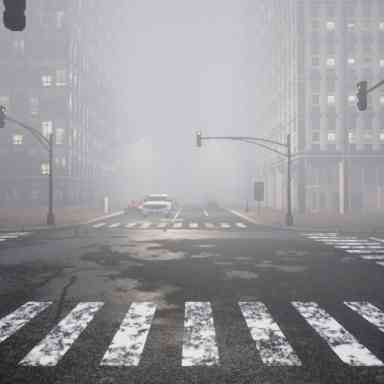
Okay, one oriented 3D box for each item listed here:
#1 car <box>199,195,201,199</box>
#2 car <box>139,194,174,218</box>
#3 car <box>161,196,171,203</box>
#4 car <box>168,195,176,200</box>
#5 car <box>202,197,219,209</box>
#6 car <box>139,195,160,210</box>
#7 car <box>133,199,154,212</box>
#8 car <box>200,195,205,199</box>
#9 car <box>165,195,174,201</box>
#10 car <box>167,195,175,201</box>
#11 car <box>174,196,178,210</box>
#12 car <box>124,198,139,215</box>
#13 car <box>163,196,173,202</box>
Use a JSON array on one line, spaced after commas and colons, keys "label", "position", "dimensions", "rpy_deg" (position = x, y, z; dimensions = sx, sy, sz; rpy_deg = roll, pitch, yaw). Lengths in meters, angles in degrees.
[{"label": "car", "position": [2.732, 1.590, 61.730], "dimensions": [1.947, 1.339, 4.313], "rpy_deg": [1, 0, 0]}, {"label": "car", "position": [-3.083, 1.233, 30.352], "dimensions": [2.150, 2.045, 5.566], "rpy_deg": [0, 0, 0]}, {"label": "car", "position": [-5.643, 1.573, 72.814], "dimensions": [1.887, 1.381, 4.507], "rpy_deg": [1, 0, 0]}, {"label": "car", "position": [-5.633, 1.605, 95.115], "dimensions": [1.947, 1.339, 4.313], "rpy_deg": [1, 0, 0]}, {"label": "car", "position": [2.723, 1.599, 44.997], "dimensions": [1.802, 1.307, 4.206], "rpy_deg": [1, 0, 0]}, {"label": "car", "position": [-5.651, 1.332, 44.939], "dimensions": [2.192, 1.841, 5.009], "rpy_deg": [1, 0, 0]}, {"label": "car", "position": [-5.659, 1.597, 39.364], "dimensions": [1.802, 1.307, 4.206], "rpy_deg": [1, 0, 0]}, {"label": "car", "position": [2.731, 1.547, 56.323], "dimensions": [1.752, 1.417, 4.829], "rpy_deg": [1, 0, 0]}, {"label": "car", "position": [-5.638, 1.578, 83.965], "dimensions": [1.887, 1.381, 4.507], "rpy_deg": [1, 0, 0]}, {"label": "car", "position": [-5.635, 1.587, 89.540], "dimensions": [2.008, 1.369, 4.403], "rpy_deg": [1, 0, 0]}, {"label": "car", "position": [-3.079, 1.541, 40.623], "dimensions": [1.812, 1.442, 4.674], "rpy_deg": [0, 0, 0]}, {"label": "car", "position": [-5.658, 1.453, 33.788], "dimensions": [1.967, 1.590, 4.097], "rpy_deg": [1, 0, 0]}, {"label": "car", "position": [-5.640, 1.582, 78.390], "dimensions": [2.008, 1.369, 4.403], "rpy_deg": [1, 0, 0]}]
